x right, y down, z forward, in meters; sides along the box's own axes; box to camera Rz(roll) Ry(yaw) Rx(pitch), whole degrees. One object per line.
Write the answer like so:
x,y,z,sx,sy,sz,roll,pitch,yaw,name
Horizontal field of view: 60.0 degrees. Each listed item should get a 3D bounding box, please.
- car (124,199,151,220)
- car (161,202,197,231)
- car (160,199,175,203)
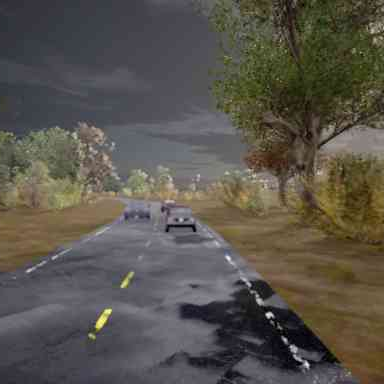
-4.565,1.386,28.384,2.097,1.767,4.553,0,0,-6,car
-0.755,1.567,20.665,2.033,1.411,5.357,0,0,-4,car
-2.760,1.565,39.803,1.812,1.442,4.674,0,0,-8,car
